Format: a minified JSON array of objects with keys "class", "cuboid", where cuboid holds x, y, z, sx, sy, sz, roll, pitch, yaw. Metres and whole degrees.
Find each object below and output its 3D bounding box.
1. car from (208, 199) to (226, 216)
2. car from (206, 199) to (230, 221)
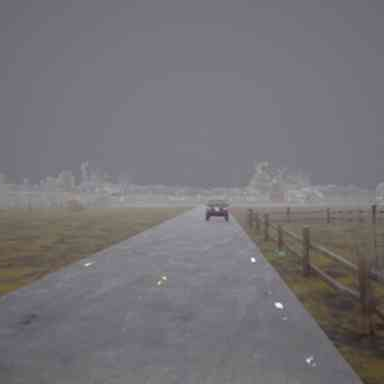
[{"class":"car","cuboid":[3.307,1.947,43.571,2.150,2.045,5.566,1,-1,5]},{"class":"car","cuboid":[2.535,1.764,33.136,2.150,2.045,5.566,1,-1,5]}]
